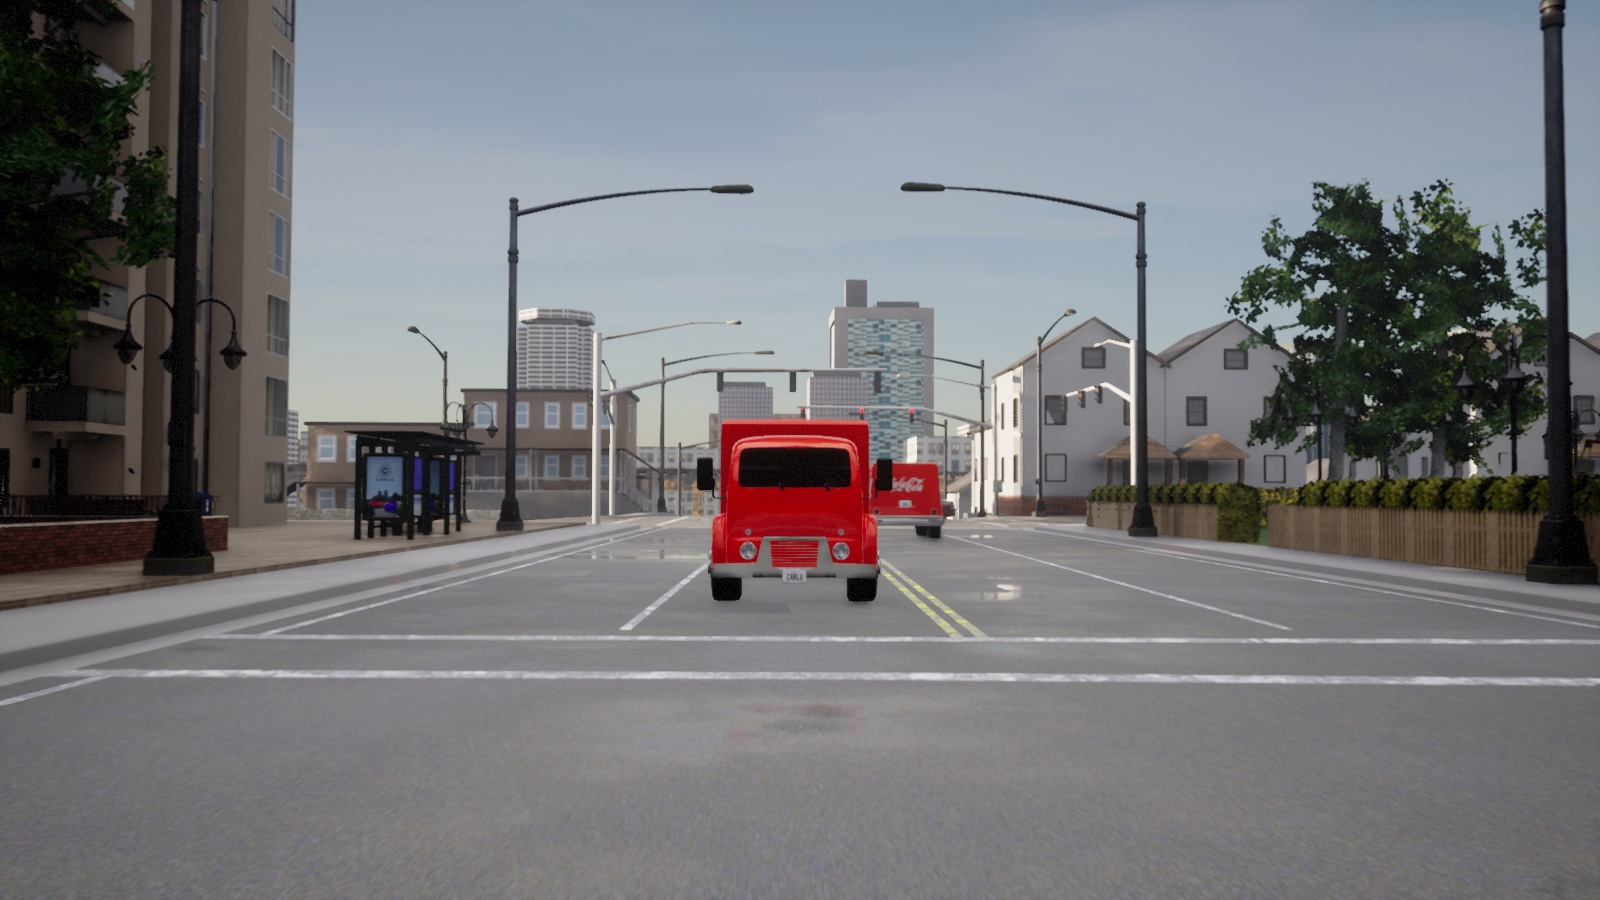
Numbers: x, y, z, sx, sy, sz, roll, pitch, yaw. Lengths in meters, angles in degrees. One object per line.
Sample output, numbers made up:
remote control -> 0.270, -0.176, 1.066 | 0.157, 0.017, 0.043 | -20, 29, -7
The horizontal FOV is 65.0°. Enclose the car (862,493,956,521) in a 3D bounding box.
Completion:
car -> 5.624, 2.939, 64.946 | 4.674, 1.442, 1.812 | 0, -2, -1

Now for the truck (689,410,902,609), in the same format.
truck -> -0.071, 0.825, 18.175 | 2.627, 2.467, 5.204 | 0, -2, 0

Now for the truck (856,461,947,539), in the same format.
truck -> 3.342, 1.665, 42.451 | 2.627, 2.467, 5.204 | 0, -2, 0
